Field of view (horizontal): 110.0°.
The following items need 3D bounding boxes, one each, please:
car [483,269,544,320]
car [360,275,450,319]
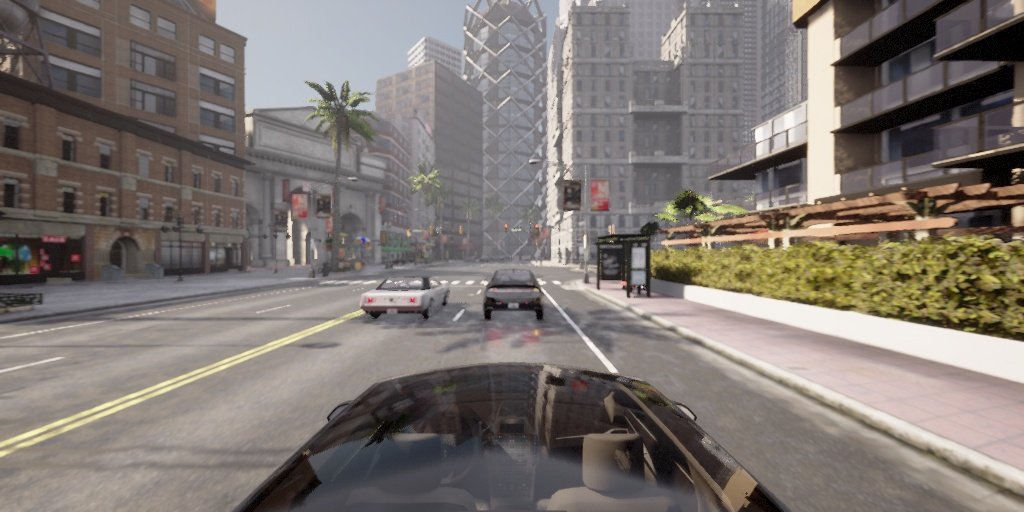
[{"bbox_3d":[0.059,1.188,12.445,2.128,1.511,4.902,0,0,0],"label":"car"},{"bbox_3d":[-3.440,1.300,12.571,1.895,1.301,4.718,0,0,0],"label":"car"}]
